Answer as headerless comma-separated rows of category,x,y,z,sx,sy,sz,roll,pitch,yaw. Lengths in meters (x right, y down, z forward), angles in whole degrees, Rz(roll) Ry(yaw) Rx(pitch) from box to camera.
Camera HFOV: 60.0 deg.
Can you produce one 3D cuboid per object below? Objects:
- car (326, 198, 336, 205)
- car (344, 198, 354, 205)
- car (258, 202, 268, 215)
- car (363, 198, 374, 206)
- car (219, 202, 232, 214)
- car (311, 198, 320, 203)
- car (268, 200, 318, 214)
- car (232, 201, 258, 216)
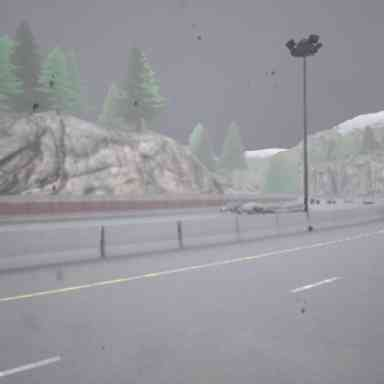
car,30.334,1.995,72.379,1.837,1.490,4.892,-1,-1,27
car,32.930,1.902,69.690,1.812,1.442,4.674,-1,-1,27
car,9.683,1.880,35.892,2.033,1.411,5.357,-1,-1,43
car,33.550,1.825,63.192,1.882,1.535,5.008,-1,-1,29
car,5.395,1.924,41.590,2.128,1.511,4.902,-1,-1,42
car,28.033,1.939,75.713,1.882,1.535,5.008,-1,-1,25
car,9.303,1.781,30.472,1.837,1.490,4.892,-1,-1,45
car,7.000,1.905,38.176,1.812,1.442,4.674,-1,-1,43
